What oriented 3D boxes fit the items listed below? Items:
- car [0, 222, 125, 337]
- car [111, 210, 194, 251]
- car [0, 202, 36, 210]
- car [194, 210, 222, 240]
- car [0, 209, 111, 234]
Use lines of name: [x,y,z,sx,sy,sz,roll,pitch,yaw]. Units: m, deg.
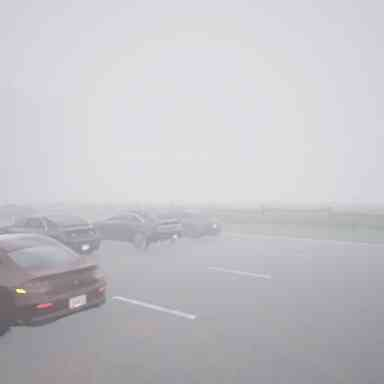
car: [-3.666,1.555,6.578,4.674,1.442,1.812,0,0,36]
car: [-2.632,1.539,14.452,4.902,1.511,2.128,0,0,36]
car: [-14.484,1.627,27.186,4.892,1.490,1.837,0,0,35]
car: [-0.550,1.610,17.265,4.181,1.385,1.994,0,0,36]
car: [-5.405,1.554,12.134,4.892,1.490,1.837,-1,0,36]
